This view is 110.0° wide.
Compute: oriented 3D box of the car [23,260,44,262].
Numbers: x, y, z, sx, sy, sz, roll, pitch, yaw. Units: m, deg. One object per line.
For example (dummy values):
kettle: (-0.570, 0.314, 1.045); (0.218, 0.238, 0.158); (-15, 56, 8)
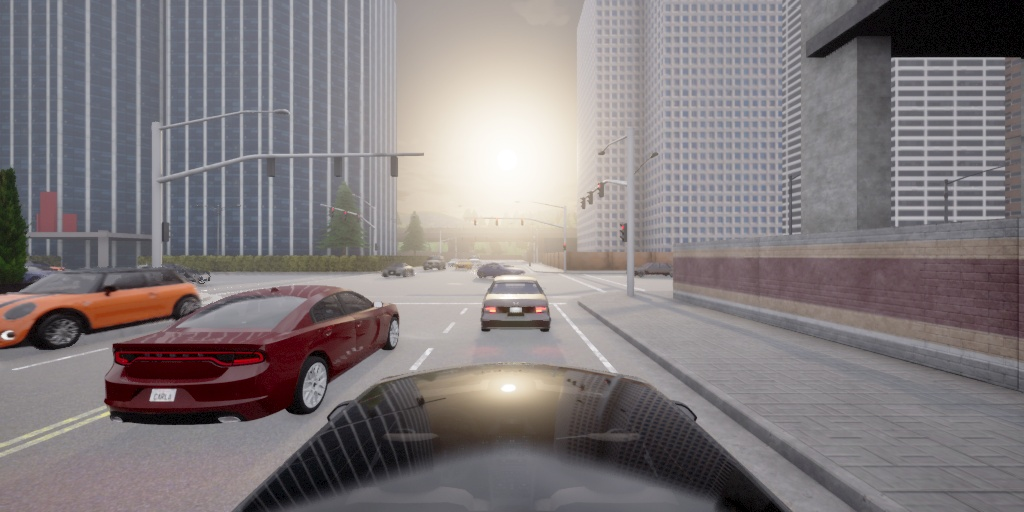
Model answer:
car: (-36.538, 1.102, 27.176); (4.553, 1.767, 2.097); (0, 0, 0)

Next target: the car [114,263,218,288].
car: (-22.785, 1.241, 23.758); (4.902, 1.511, 2.128); (0, 0, 1)

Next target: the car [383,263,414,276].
car: (-10.571, 1.313, 33.576); (1.994, 1.385, 4.181); (0, 0, 0)

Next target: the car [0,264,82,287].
car: (-31.876, 1.276, 23.710); (4.674, 1.442, 1.812); (0, 0, 0)

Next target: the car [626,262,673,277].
car: (13.922, 1.297, 34.818); (5.357, 1.411, 2.033); (0, 0, 0)

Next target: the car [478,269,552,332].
car: (0.092, 1.297, 10.842); (2.033, 1.411, 5.357); (0, 0, 0)

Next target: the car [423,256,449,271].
car: (-10.554, 0.971, 49.019); (2.150, 2.045, 5.566); (0, 0, 0)

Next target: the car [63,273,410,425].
car: (-3.439, 1.228, 6.030); (1.882, 1.535, 5.008); (0, 0, 0)

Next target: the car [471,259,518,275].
car: (-0.999, 1.276, 30.584); (4.674, 1.442, 1.812); (0, 1, 40)

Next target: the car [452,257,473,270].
car: (-7.048, 1.227, 52.046); (1.882, 1.535, 5.008); (0, 0, 0)

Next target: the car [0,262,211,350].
car: (-10.594, 1.102, 9.030); (2.097, 1.767, 4.553); (0, 0, 0)
